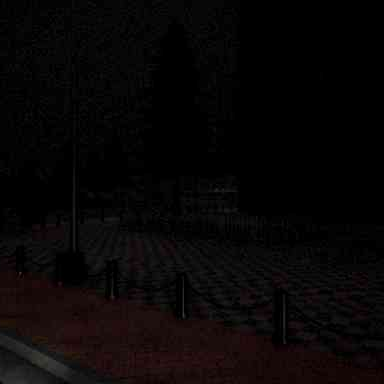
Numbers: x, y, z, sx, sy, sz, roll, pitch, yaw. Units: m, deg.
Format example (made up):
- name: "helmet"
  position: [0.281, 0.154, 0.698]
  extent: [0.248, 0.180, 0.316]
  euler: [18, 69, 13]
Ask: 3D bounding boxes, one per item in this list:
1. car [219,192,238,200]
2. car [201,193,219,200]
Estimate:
- name: "car"
  position: [9.553, 1.373, 84.733]
  extent: [3.633, 1.501, 1.845]
  euler: [0, 0, 35]
- name: "car"
  position: [5.195, 1.384, 91.438]
  extent: [3.806, 1.475, 1.970]
  euler: [0, 0, 35]
